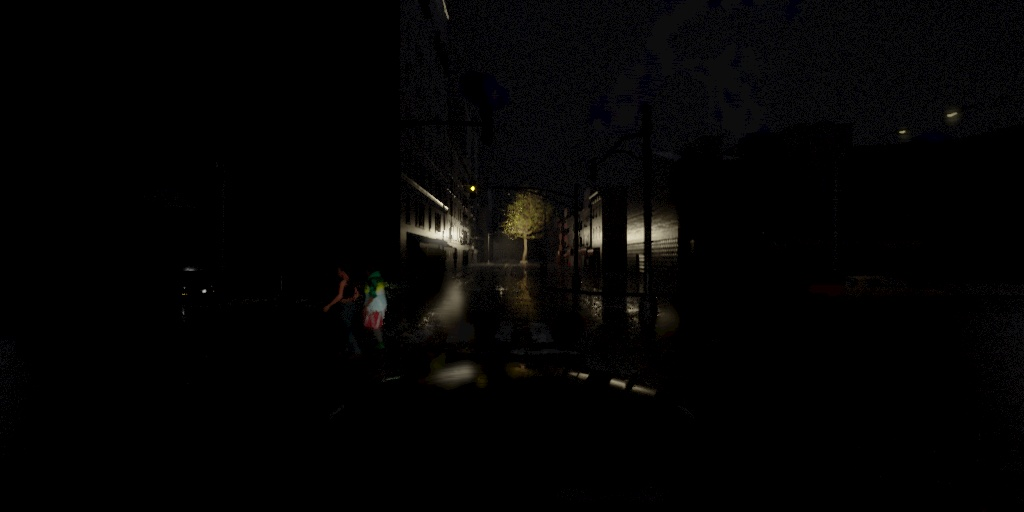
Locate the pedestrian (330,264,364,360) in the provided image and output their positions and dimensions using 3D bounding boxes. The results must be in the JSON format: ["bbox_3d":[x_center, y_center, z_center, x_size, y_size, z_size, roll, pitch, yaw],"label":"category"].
[{"bbox_3d":[-3.197,1.046,6.970,0.375,1.860,0.375,0,0,0],"label":"pedestrian"}]

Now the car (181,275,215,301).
[{"bbox_3d":[-14.950,1.170,14.591,4.892,1.490,1.837,0,0,0],"label":"car"}]

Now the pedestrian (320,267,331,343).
[{"bbox_3d":[-4.062,1.043,8.180,0.375,1.860,0.375,0,0,0],"label":"pedestrian"}]

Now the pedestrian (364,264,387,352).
[{"bbox_3d":[-2.889,1.044,7.573,0.375,1.860,0.375,0,0,0],"label":"pedestrian"}]

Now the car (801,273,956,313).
[{"bbox_3d":[13.902,1.345,13.713,4.829,1.417,1.751,0,0,0],"label":"car"}]
